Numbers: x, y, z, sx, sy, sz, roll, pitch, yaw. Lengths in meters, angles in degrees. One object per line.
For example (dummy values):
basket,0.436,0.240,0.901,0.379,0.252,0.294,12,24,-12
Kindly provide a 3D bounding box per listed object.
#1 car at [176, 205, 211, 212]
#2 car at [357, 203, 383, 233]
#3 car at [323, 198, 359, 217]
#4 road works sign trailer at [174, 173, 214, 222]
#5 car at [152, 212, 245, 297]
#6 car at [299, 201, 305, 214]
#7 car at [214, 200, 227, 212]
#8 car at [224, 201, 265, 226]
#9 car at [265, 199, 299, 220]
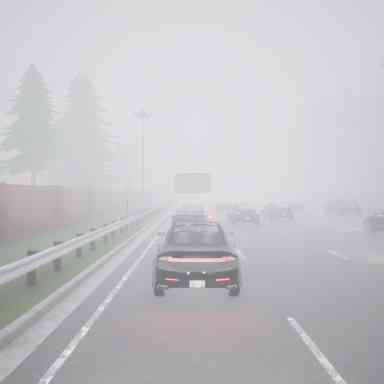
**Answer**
car,0.017,1.474,19.038,1.882,1.535,5.008,0,0,5
car,10.601,1.505,16.792,1.837,1.490,4.892,0,0,0
car,14.099,1.353,31.348,2.097,1.767,4.553,0,0,0
road works sign trailer,0.065,0.464,22.957,2.380,3.560,2.880,0,0,-1
car,0.101,1.491,8.589,2.128,1.511,4.902,0,0,0
car,10.601,1.526,35.584,1.812,1.442,4.674,0,0,0
car,3.601,1.601,38.310,1.895,1.301,4.718,0,0,0
car,3.600,1.526,23.550,1.812,1.442,4.674,0,0,1
car,7.099,1.525,27.755,1.812,1.442,4.674,0,0,0
